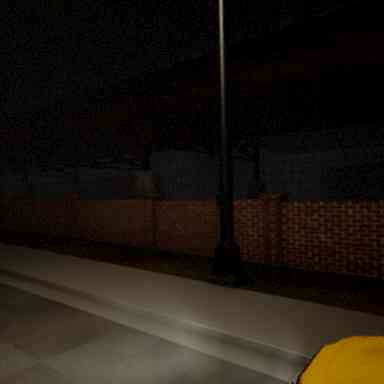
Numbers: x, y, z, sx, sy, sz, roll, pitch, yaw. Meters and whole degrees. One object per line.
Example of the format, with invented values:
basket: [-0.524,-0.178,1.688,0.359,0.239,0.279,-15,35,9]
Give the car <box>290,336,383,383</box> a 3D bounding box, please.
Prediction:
car: [3.078,1.466,1.466,5.366,1.575,1.801,0,0,37]
